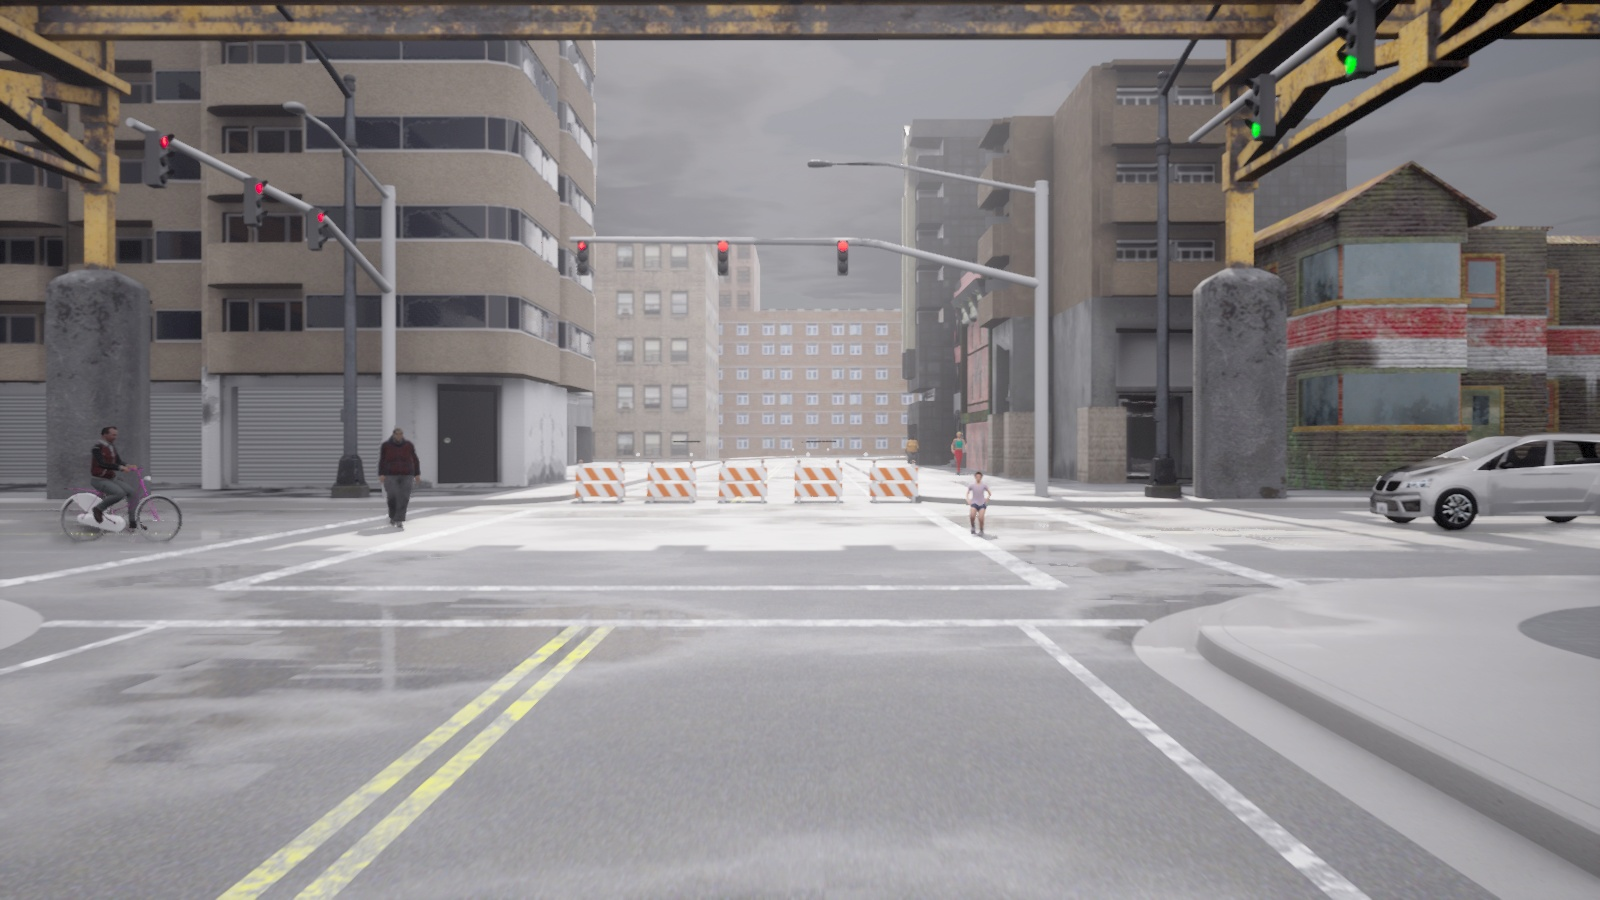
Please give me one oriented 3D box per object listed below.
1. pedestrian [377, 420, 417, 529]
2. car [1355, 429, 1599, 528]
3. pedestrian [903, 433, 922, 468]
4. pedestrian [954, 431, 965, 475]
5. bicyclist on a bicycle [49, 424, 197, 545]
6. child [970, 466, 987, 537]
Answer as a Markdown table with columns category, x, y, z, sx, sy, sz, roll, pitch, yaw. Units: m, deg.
| category | x | y | z | sx | sy | sz | roll | pitch | yaw |
| --- | --- | --- | --- | --- | --- | --- | --- | --- | --- |
| pedestrian | -6.989 | 0.417 | 21.765 | 0.634 | 1.844 | 0.899 | 0 | 0 | -19 |
| car | 12.639 | 0.475 | 22.262 | 4.611 | 1.667 | 2.242 | 0 | 0 | 0 |
| pedestrian | 5.983 | 0.040 | 66.818 | 0.874 | 1.855 | 0.900 | 0 | 0 | -4 |
| pedestrian | 6.686 | 0.120 | 52.652 | 0.345 | 1.836 | 0.594 | 0 | 0 | -7 |
| bicyclist on a bicycle | -10.092 | 0.503 | 18.755 | 1.843 | 1.776 | 0.659 | 0 | 1 | 1 |
| child | 2.857 | 0.814 | 20.082 | 0.255 | 1.110 | 0.394 | 0 | 0 | 10 |
